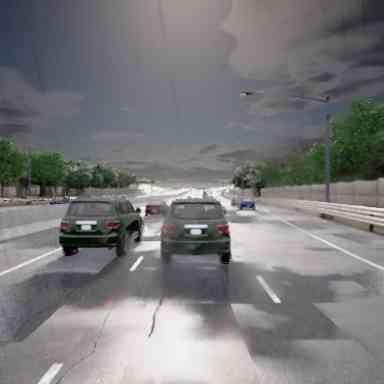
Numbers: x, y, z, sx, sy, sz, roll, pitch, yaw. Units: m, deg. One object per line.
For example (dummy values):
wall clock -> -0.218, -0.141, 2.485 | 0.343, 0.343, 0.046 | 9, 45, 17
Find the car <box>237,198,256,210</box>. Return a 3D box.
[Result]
car -> 7.136, 1.528, 43.761 | 1.882, 1.535, 5.008 | 0, 0, 2

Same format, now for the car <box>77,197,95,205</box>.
car -> -20.543, 1.709, 64.816 | 1.895, 1.301, 4.718 | 0, 0, 1

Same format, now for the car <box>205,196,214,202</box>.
car -> 4.194, 1.702, 80.203 | 2.033, 1.411, 5.357 | 0, 0, 1

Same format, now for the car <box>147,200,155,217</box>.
car -> -3.279, 1.502, 31.776 | 1.882, 1.535, 5.008 | 0, 0, 0

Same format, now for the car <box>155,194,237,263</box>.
car -> 0.123, 1.227, 12.117 | 2.150, 2.045, 5.566 | 0, 0, 0

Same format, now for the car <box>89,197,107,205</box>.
car -> -17.120, 1.622, 60.633 | 1.812, 1.442, 4.674 | 0, 0, 1

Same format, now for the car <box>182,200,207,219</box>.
car -> 0.210, 1.514, 30.216 | 2.128, 1.511, 4.902 | 0, 0, 0

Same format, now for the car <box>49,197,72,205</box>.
car -> -24.099, 1.641, 61.015 | 2.033, 1.411, 5.357 | 0, 0, 1

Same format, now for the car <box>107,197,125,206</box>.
car -> -13.629, 1.643, 59.884 | 2.033, 1.411, 5.357 | 0, 0, 1

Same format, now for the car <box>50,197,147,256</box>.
car -> -3.374, 1.227, 13.316 | 2.150, 2.045, 5.566 | 0, 0, 0

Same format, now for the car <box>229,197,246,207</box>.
car -> 7.323, 1.627, 54.013 | 2.033, 1.411, 5.357 | 0, 0, 1
